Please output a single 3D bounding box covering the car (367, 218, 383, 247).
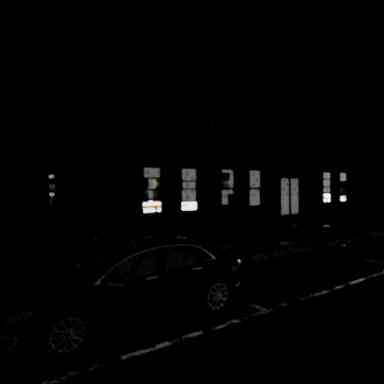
[{"bbox_3d":[8.240,1.342,12.422,4.206,1.307,1.802,-1,1,-35],"label":"car"}]

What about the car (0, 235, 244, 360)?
[{"bbox_3d":[-1.034,1.509,5.821,4.403,1.369,2.008,-1,1,-35],"label":"car"}]
